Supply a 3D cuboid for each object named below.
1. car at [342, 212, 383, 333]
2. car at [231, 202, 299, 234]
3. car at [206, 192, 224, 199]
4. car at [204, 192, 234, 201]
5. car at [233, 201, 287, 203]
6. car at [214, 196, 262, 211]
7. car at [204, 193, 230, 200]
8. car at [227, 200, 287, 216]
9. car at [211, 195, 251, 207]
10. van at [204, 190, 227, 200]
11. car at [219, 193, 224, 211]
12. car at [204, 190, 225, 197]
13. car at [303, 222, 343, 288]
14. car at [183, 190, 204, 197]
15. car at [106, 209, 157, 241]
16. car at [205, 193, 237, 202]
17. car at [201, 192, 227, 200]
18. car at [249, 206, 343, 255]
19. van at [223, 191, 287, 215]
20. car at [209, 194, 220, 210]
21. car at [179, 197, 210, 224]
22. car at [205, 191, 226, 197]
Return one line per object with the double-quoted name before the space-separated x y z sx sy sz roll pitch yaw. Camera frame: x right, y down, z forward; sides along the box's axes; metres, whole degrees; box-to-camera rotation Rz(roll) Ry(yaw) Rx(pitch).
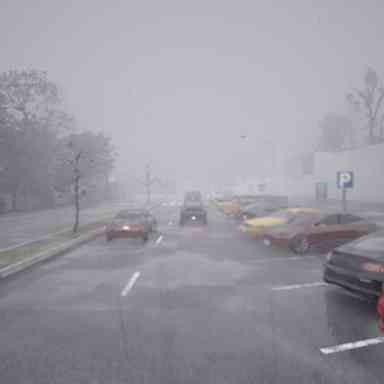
"car" 5.100 1.239 4.304 5.566 2.045 2.435 1 0 -20
"car" 4.899 1.446 16.160 5.366 1.575 1.946 1 1 -20
"car" 4.898 1.165 40.036 5.366 1.575 1.946 1 1 -20
"car" 5.245 0.914 64.023 5.366 1.575 1.946 1 0 -20
"car" 5.097 1.462 19.230 4.792 1.488 2.163 1 0 -20
"car" 5.097 1.243 37.132 4.792 1.488 2.163 1 1 -20
"car" 5.097 0.923 66.953 4.792 1.488 2.163 1 0 -20
"car" 5.066 1.443 22.202 4.674 1.452 2.002 1 0 -20
"car" 5.067 1.171 43.085 4.674 1.452 2.002 1 0 -20
"van" 4.966 0.643 69.877 4.442 1.987 1.878 1 1 -20
"car" 5.043 1.212 28.160 4.553 1.767 2.185 1 1 -20
"car" 5.101 0.743 55.023 5.566 2.045 2.435 1 0 -20
"car" 5.067 1.525 7.276 4.674 1.452 2.002 1 0 -20
"car" 0.102 0.872 42.285 2.150 2.045 5.566 0 1 0
"car" -2.899 1.521 16.618 1.994 1.385 4.181 0 0 0
"car" 5.077 0.966 57.990 5.008 1.535 2.097 1 1 -20
"car" 4.899 0.843 72.838 5.366 1.575 1.946 1 1 -20
"car" 5.043 1.497 13.233 4.792 1.488 2.163 1 1 -20
"van" 4.966 1.148 25.131 4.442 1.987 1.878 1 1 -20
"car" 4.897 1.252 34.070 5.366 1.575 1.946 1 1 -20
"car" 0.101 1.400 24.077 1.837 1.490 4.892 0 1 0
"car" 5.081 1.027 52.024 4.892 1.521 2.231 1 1 -20
